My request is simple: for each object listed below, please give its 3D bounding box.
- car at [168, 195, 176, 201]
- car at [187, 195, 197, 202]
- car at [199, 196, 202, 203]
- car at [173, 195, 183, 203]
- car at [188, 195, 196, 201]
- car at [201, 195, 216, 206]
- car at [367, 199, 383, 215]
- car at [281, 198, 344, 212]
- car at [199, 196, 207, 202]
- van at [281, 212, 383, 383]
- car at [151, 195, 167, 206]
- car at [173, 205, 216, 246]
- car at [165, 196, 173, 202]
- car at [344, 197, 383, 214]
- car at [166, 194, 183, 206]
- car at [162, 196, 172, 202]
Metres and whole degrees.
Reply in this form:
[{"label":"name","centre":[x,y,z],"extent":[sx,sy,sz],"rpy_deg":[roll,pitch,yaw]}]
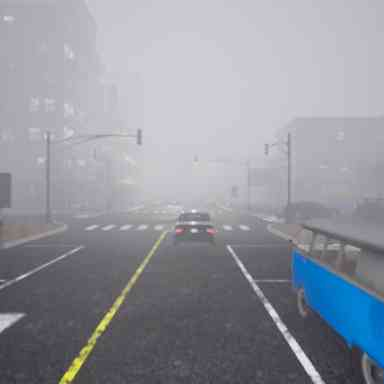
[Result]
[{"label":"car","centre":[-5.686,1.666,93.824],"extent":[1.887,1.381,4.507],"rpy_deg":[0,0,0]},{"label":"car","centre":[0.002,1.606,76.312],"extent":[1.812,1.442,4.674],"rpy_deg":[0,0,0]},{"label":"car","centre":[2.694,1.636,60.589],"extent":[1.802,1.307,4.206],"rpy_deg":[0,0,0]},{"label":"car","centre":[-2.998,1.551,73.259],"extent":[1.882,1.535,5.008],"rpy_deg":[0,0,0]},{"label":"car","centre":[0.003,1.545,86.319],"extent":[1.994,1.385,4.181],"rpy_deg":[0,0,0]},{"label":"car","centre":[2.694,1.564,49.680],"extent":[1.752,1.417,4.829],"rpy_deg":[0,0,0]},{"label":"car","centre":[20.424,1.545,34.007],"extent":[4.097,1.590,1.967],"rpy_deg":[0,0,0]},{"label":"car","centre":[10.080,1.520,28.210],"extent":[5.008,1.535,1.882],"rpy_deg":[0,-1,-4]},{"label":"car","centre":[2.695,1.647,82.745],"extent":[2.008,1.369,4.403],"rpy_deg":[0,0,0]},{"label":"van","centre":[2.661,1.342,4.724],"extent":[1.690,1.788,3.998],"rpy_deg":[0,0,0]},{"label":"car","centre":[-5.687,1.571,54.879],"extent":[1.752,1.417,4.829],"rpy_deg":[0,0,0]},{"label":"car","centre":[0.131,1.553,15.356],"extent":[2.033,1.411,5.357],"rpy_deg":[0,0,1]},{"label":"car","centre":[-5.686,1.621,82.575],"extent":[1.752,1.417,4.829],"rpy_deg":[0,0,0]},{"label":"car","centre":[14.923,1.360,25.615],"extent":[5.009,1.841,2.192],"rpy_deg":[0,0,0]},{"label":"car","centre":[-3.048,1.541,57.337],"extent":[2.128,1.511,4.902],"rpy_deg":[0,0,1]},{"label":"car","centre":[-5.686,1.635,77.206],"extent":[2.008,1.369,4.403],"rpy_deg":[0,0,0]}]
